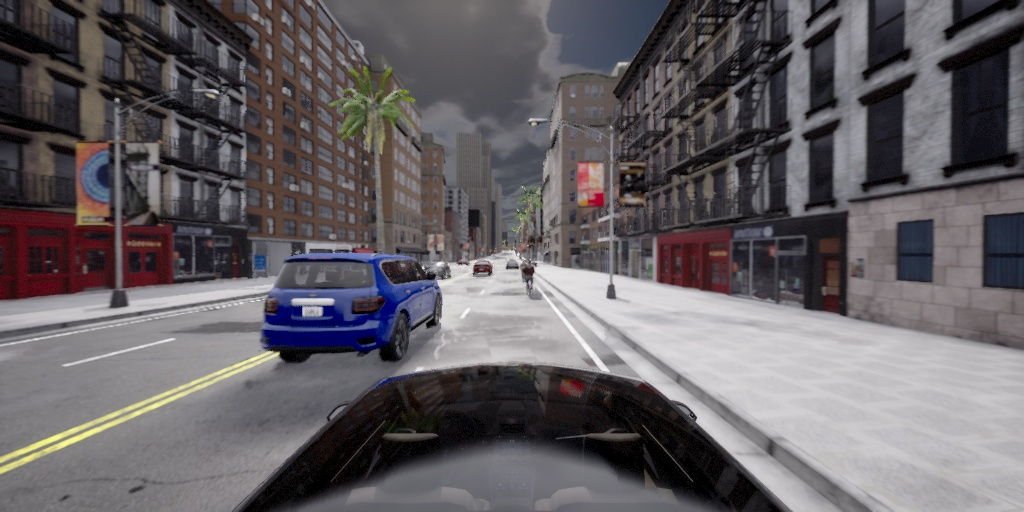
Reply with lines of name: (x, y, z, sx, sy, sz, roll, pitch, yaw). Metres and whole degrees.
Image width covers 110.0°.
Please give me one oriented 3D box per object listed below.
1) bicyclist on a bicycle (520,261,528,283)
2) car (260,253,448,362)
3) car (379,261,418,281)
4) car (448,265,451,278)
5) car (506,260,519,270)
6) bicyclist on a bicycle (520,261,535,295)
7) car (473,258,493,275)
bicyclist on a bicycle: (0.900, 1.199, 27.843, 0.582, 1.620, 1.656, 0, 0, 0)
car: (-3.148, 0.966, 8.332, 2.150, 2.045, 5.566, 0, 0, 0)
car: (-9.837, 1.252, 31.402, 1.837, 1.490, 4.892, 0, 0, 0)
car: (-6.586, 1.239, 31.645, 2.128, 1.511, 4.902, 0, 0, 0)
car: (0.071, 1.360, 55.373, 1.994, 1.385, 4.181, 0, 0, 1)
bicyclist on a bicycle: (0.898, 1.114, 18.359, 0.659, 1.776, 1.843, 0, 0, 0)
car: (-3.142, 1.237, 39.513, 1.882, 1.535, 5.008, 0, 0, 0)
